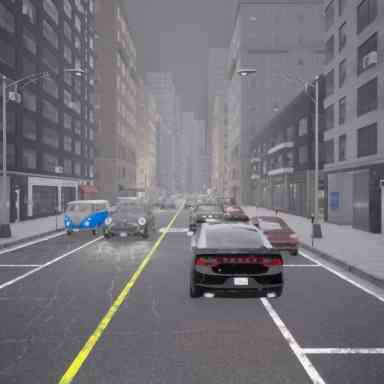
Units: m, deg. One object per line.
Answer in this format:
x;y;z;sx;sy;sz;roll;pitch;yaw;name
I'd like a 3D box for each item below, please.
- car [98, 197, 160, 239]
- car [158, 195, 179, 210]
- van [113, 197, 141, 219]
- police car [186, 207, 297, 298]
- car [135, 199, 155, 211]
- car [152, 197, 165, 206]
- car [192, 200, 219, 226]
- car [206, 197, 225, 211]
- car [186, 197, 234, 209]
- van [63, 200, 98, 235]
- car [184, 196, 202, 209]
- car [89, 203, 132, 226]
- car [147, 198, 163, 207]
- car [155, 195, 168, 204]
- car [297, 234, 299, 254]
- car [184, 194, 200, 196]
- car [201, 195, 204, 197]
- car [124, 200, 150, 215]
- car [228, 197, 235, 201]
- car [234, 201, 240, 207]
-3.108;1.351;17.361;2.097;1.767;4.553;0;0;0;car
-3.022;1.509;43.027;1.837;1.490;4.892;0;0;0;car
-5.685;1.342;29.371;1.690;1.788;3.998;0;0;0;van
0.895;1.425;8.655;1.930;1.638;5.238;0;0;0;police car
-5.690;1.585;40.374;1.802;1.307;4.206;0;0;0;car
-5.699;1.591;56.877;1.802;1.307;4.206;0;0;0;car
0.887;1.455;24.735;1.801;1.575;5.366;0;0;0;car
2.835;1.443;40.378;1.967;1.590;4.097;0;0;0;car
0.890;1.351;18.516;2.097;1.767;4.553;0;0;0;car
-5.679;1.341;18.369;1.690;1.788;3.998;0;0;0;van
-0.008;1.569;45.453;1.994;1.385;4.181;0;0;0;car
-5.682;1.551;23.869;2.008;1.369;4.403;0;0;0;car
-5.696;1.573;51.376;1.947;1.339;4.313;0;0;0;car
-5.702;1.452;62.379;1.967;1.590;4.097;0;0;0;car
2.849;1.581;12.871;1.802;1.307;4.206;0;0;0;car
-0.030;1.515;58.888;1.837;1.490;4.892;0;0;0;car
2.829;1.558;51.380;2.008;1.369;4.403;0;0;0;car
-5.687;1.568;34.872;1.947;1.339;4.313;0;0;0;car
2.840;1.316;29.375;2.192;1.841;5.009;0;0;0;car
2.844;1.582;23.873;1.802;1.307;4.206;0;0;0;car
